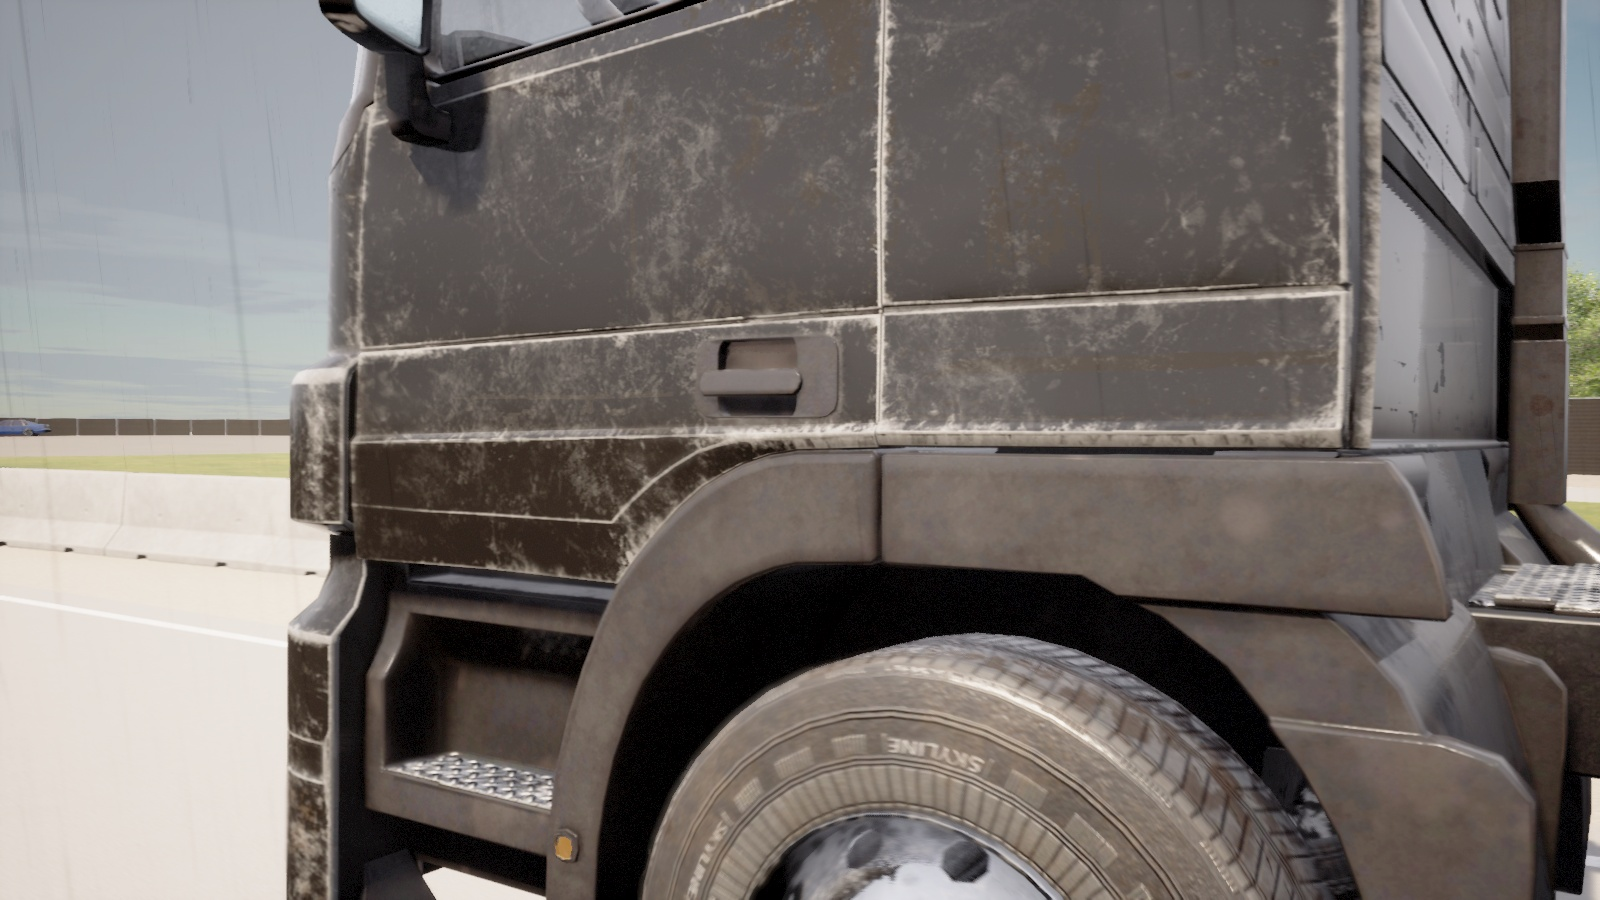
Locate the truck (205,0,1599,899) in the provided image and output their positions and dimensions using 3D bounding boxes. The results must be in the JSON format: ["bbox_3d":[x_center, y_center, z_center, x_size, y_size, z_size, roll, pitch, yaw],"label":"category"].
[{"bbox_3d":[2.829,-0.300,1.724,7.936,3.462,2.891,0,1,34],"label":"truck"}]
